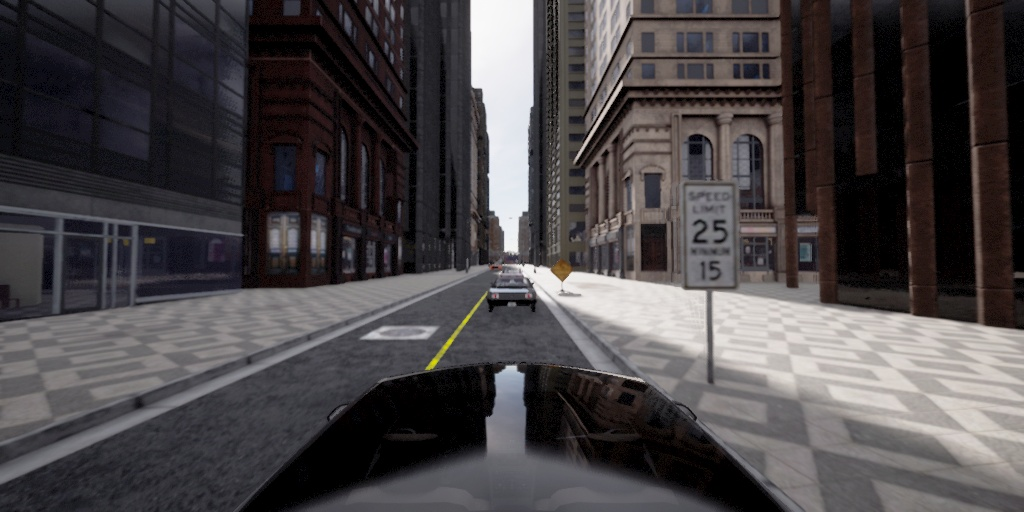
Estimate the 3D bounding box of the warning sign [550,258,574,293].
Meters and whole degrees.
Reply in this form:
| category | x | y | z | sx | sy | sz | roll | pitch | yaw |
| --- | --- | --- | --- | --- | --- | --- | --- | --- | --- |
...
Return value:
| category | x | y | z | sx | sy | sz | roll | pitch | yaw |
| --- | --- | --- | --- | --- | --- | --- | --- | --- | --- |
| warning sign | 2.716 | 1.048 | 19.322 | 1.300 | 1.860 | 1.060 | 0 | 0 | 0 |

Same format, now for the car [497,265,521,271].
| category | x | y | z | sx | sy | sz | roll | pitch | yaw |
| --- | --- | --- | --- | --- | --- | --- | --- | --- | --- |
| car | 0.013 | 1.653 | 30.145 | 1.895 | 1.301 | 4.718 | 0 | -1 | 0 |

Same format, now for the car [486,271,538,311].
| category | x | y | z | sx | sy | sz | roll | pitch | yaw |
| --- | --- | --- | --- | --- | --- | --- | --- | --- | --- |
| car | 0.013 | 1.489 | 15.145 | 1.895 | 1.301 | 4.718 | 0 | -1 | 0 |
